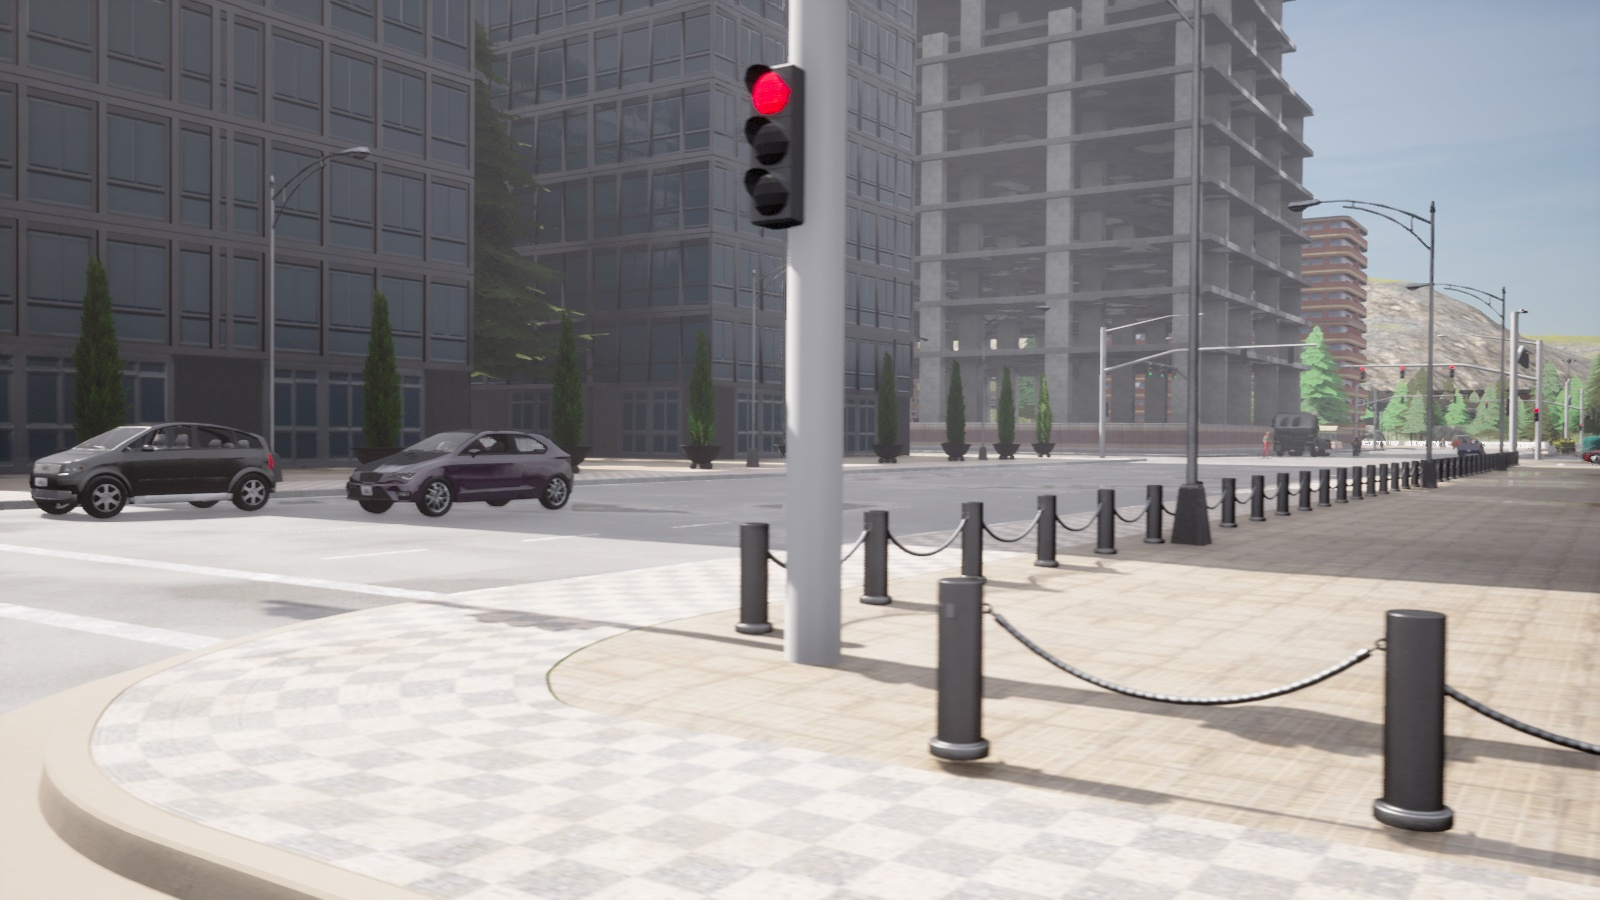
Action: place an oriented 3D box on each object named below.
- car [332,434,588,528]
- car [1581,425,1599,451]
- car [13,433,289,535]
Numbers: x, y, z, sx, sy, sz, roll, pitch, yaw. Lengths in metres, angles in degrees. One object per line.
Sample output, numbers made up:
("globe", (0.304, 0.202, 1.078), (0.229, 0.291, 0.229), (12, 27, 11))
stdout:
("car", (-5.902, 0.467, 22.253), (1.816, 1.474, 4.193), (0, 1, 34))
("car", (48.733, -0.717, 73.758), (4.792, 1.488, 2.163), (0, 1, 33))
("car", (-10.837, 0.497, 21.187), (1.789, 1.549, 3.705), (0, 1, 34))
